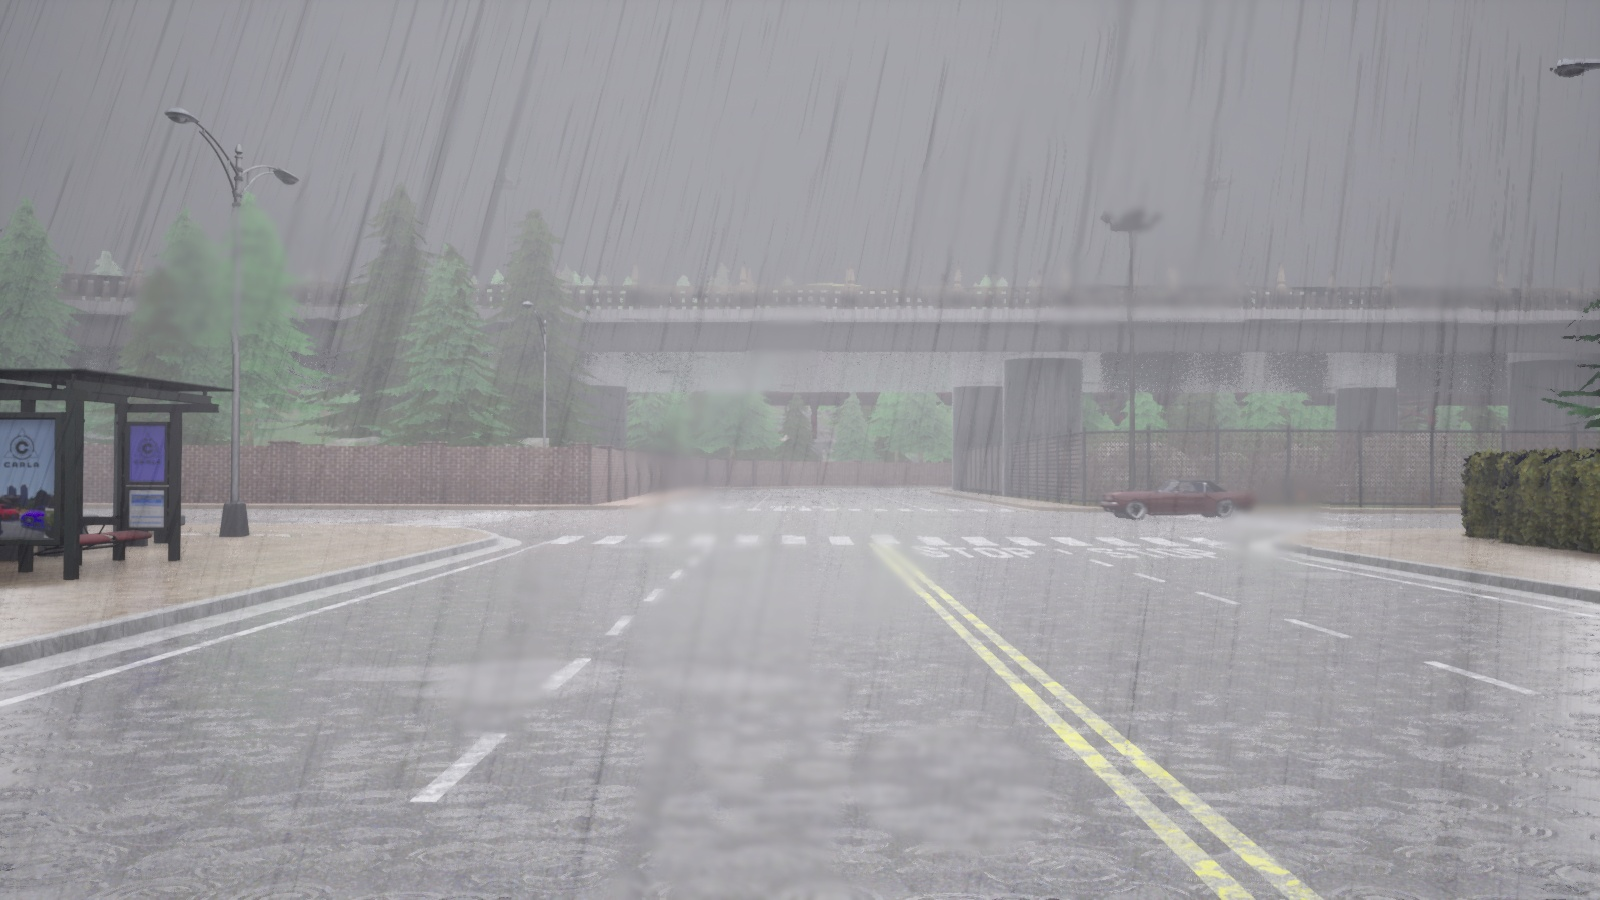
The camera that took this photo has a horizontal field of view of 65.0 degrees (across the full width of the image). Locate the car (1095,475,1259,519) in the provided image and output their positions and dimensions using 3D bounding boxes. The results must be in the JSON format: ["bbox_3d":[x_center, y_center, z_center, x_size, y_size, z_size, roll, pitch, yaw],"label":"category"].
[{"bbox_3d":[12.206,1.512,40.872,4.718,1.301,1.895,-1,-1,0],"label":"car"}]
